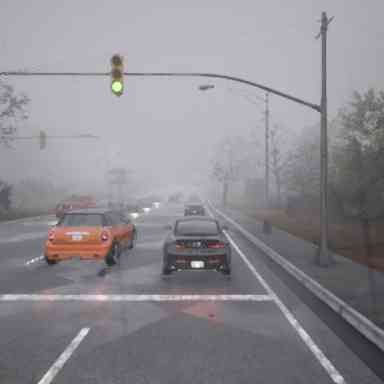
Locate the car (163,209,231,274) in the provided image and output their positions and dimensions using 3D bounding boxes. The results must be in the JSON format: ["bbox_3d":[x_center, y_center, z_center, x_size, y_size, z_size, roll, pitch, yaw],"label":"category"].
[{"bbox_3d":[0.141,1.518,10.600,1.837,1.490,4.892,0,0,0],"label":"car"}]

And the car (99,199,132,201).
[{"bbox_3d":[-6.967,1.597,29.798,1.994,1.385,4.181,0,0,0],"label":"car"}]

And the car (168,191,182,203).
[{"bbox_3d":[-3.213,1.094,59.268,1.837,1.490,4.892,0,3,0],"label":"car"}]

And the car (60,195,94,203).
[{"bbox_3d":[-10.462,1.256,30.251,2.150,2.045,5.566,0,0,0],"label":"car"}]

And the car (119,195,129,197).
[{"bbox_3d":[-10.285,1.314,50.244,2.097,1.767,4.553,0,1,1],"label":"car"}]

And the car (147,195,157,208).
[{"bbox_3d":[-6.807,1.560,48.768,1.994,1.385,4.181,0,1,2],"label":"car"}]

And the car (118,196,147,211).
[{"bbox_3d":[-6.908,1.521,38.840,1.882,1.535,5.008,0,0,0],"label":"car"}]

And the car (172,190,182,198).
[{"bbox_3d":[-3.159,0.419,69.688,1.812,1.442,4.674,0,3,0],"label":"car"}]

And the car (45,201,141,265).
[{"bbox_3d":[-3.353,1.364,11.875,2.097,1.767,4.553,0,0,0],"label":"car"}]

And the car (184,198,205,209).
[{"bbox_3d":[0.232,1.561,31.654,1.812,1.442,4.674,0,0,0],"label":"car"}]

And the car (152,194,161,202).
[{"bbox_3d":[-6.719,1.107,60.204,1.994,1.385,4.181,0,3,1],"label":"car"}]

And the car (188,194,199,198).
[{"bbox_3d":[0.288,1.131,59.383,2.033,1.411,5.357,0,3,0],"label":"car"}]
